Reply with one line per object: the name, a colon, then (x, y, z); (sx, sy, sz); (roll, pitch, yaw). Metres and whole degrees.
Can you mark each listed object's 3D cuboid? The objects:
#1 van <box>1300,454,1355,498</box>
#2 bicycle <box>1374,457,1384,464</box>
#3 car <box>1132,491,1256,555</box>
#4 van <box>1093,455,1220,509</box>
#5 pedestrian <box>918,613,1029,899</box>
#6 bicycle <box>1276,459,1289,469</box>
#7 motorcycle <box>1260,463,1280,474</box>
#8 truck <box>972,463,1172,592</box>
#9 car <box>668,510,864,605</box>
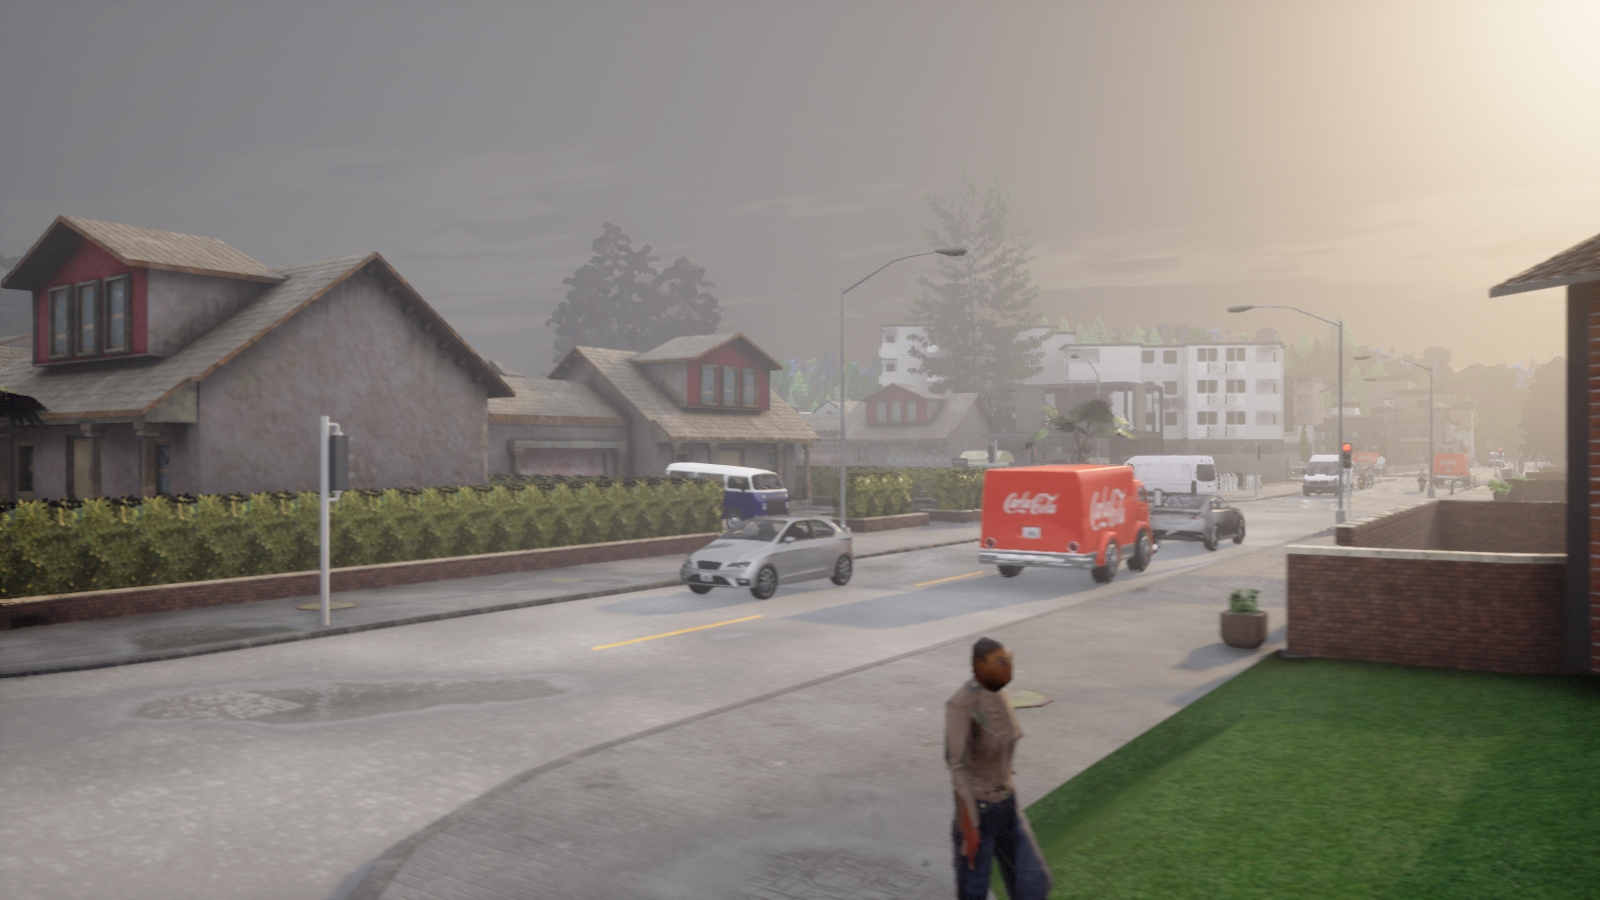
van: (32.237, 1.534, 69.730); (1.988, 2.561, 5.915); (0, 0, 35)
bicycle: (113.527, 2.053, 224.113); (1.643, 1.496, 0.373); (0, 0, 35)
car: (11.534, 2.046, 33.225); (2.128, 1.511, 4.902); (0, 0, 35)
van: (17.668, 1.533, 56.969); (1.988, 2.561, 5.915); (1, -1, -38)
pedestrian: (0.824, 1.745, 5.436); (0.375, 1.860, 0.375); (0, 0, 44)
bicycle: (72.913, 2.057, 172.667); (1.835, 1.471, 0.329); (0, 0, 35)
motorcycle: (54.973, 2.184, 133.761); (2.033, 1.199, 0.803); (0, 0, 35)
truck: (6.213, 1.573, 25.608); (2.627, 2.467, 5.204); (0, 0, 35)
car: (-0.573, 2.065, 22.929); (1.816, 1.474, 4.193); (0, 0, 34)
